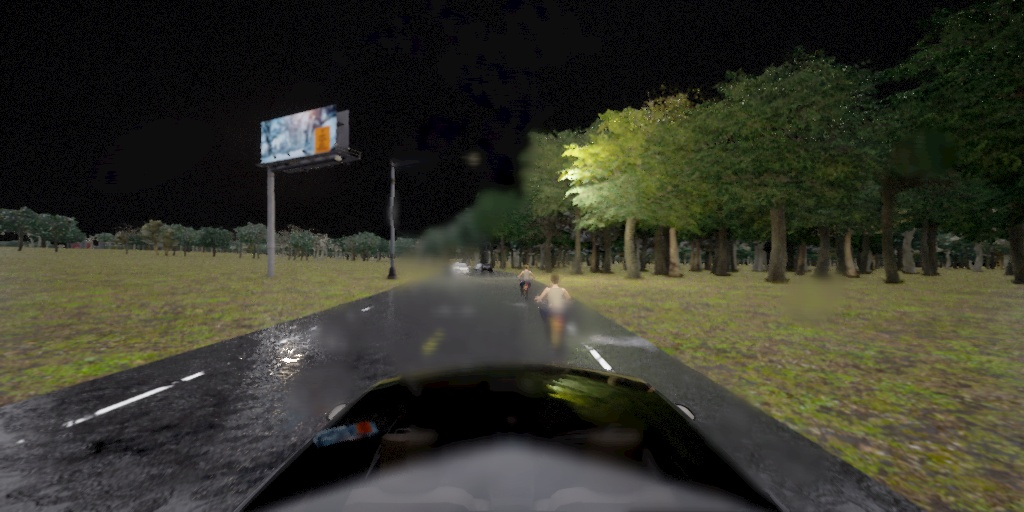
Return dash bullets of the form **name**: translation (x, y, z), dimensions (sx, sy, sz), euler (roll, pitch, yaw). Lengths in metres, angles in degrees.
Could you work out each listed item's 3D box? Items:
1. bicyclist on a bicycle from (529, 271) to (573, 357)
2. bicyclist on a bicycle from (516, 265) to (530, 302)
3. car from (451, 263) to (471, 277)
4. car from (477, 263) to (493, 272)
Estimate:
- **bicyclist on a bicycle**: translation (0.908, 1.190, 7.565), dimensions (0.866, 1.612, 1.509), euler (0, 0, -1)
- **bicyclist on a bicycle**: translation (0.633, 1.195, 16.016), dimensions (0.866, 1.612, 1.509), euler (0, 0, -2)
- **car**: translation (-5.410, 1.479, 38.445), dimensions (1.812, 1.442, 4.674), euler (0, -1, -6)
- **car**: translation (-4.337, 1.931, 60.278), dimensions (1.837, 1.490, 4.892), euler (0, -2, -8)
